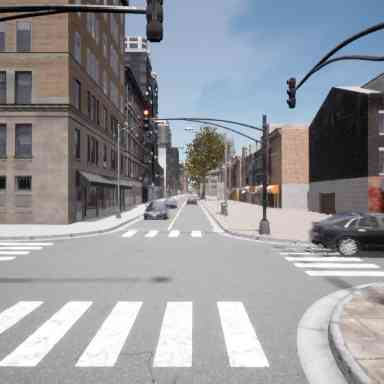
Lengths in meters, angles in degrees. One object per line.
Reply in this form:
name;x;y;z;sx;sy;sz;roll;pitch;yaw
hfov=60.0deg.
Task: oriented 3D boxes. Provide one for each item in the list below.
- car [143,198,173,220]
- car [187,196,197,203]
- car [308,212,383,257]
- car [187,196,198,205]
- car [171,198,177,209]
car;-2.881;1.511;27.762;1.812;1.442;4.674;0;0;0
car;0.021;1.542;69.244;1.994;1.385;4.181;0;0;0
car;6.887;1.546;12.365;4.892;1.490;1.837;0;1;3
car;0.028;1.524;58.962;2.033;1.411;5.357;0;0;1
car;-2.899;1.525;44.360;2.033;1.411;5.357;0;0;0
